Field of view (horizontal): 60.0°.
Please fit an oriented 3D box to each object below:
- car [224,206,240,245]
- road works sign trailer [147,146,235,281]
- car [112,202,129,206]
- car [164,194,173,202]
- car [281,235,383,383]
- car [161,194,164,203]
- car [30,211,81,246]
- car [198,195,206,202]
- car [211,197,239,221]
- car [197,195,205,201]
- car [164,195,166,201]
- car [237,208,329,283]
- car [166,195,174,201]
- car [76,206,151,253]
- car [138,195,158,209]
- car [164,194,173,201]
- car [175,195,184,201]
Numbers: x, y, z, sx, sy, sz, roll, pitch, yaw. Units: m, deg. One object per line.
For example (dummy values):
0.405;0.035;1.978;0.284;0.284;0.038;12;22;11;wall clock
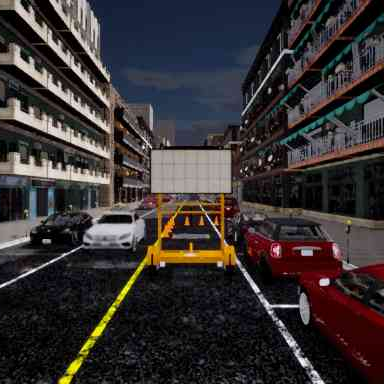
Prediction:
2.651;1.550;15.300;2.008;1.369;4.403;0;0;0;car
-0.025;0.464;9.789;2.380;3.560;2.880;0;0;0;road works sign trailer
-5.760;1.523;26.383;1.752;1.417;4.829;0;0;0;car
-5.899;1.292;77.282;2.192;1.841;5.009;0;0;0;car
2.682;1.545;4.028;1.887;1.381;4.507;0;0;0;car
-5.822;1.305;49.100;2.192;1.841;5.009;0;0;0;car
-5.730;1.565;15.280;1.947;1.339;4.313;0;0;0;car
2.480;1.503;77.471;1.752;1.417;4.829;0;0;0;car
2.621;1.312;26.573;2.192;1.841;5.009;0;0;0;car
2.449;1.516;88.573;1.887;1.381;4.507;0;0;0;car
-5.839;1.570;54.736;1.802;1.307;4.206;0;0;0;car
2.667;1.440;9.664;1.967;1.590;4.097;0;0;0;car
-5.931;1.516;88.555;1.887;1.381;4.507;0;0;0;car
-3.037;1.525;13.897;1.812;1.442;4.674;0;0;0;car
-5.807;1.432;43.464;1.967;1.590;4.097;0;0;0;car
-5.915;1.415;82.917;1.967;1.590;4.097;0;0;0;car
-3.239;1.465;87.297;2.128;1.511;4.902;0;0;0;car
